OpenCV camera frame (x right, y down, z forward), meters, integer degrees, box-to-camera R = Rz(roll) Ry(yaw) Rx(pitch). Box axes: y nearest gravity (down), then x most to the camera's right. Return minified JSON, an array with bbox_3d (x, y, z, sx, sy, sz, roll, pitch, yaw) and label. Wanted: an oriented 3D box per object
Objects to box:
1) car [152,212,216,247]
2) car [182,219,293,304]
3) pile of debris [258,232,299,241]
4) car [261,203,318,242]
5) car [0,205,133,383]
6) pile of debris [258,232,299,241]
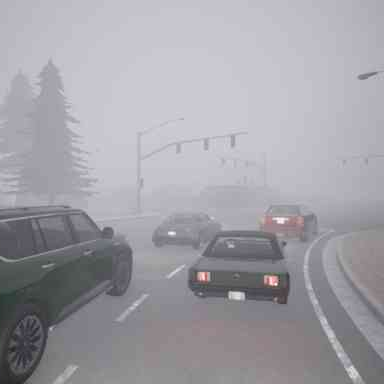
[{"bbox_3d":[-0.069,1.542,14.540,1.994,1.385,4.181,0,0,20],"label":"car"},{"bbox_3d":[1.355,1.586,8.175,1.895,1.301,4.718,0,0,14],"label":"car"},{"bbox_3d":[4.249,2.140,16.198,1.500,0.140,1.860,0,0,29],"label":"pile of debris"},{"bbox_3d":[4.869,1.314,16.436,2.097,1.767,4.553,0,0,28],"label":"car"},{"bbox_3d":[-2.773,1.221,5.592,2.150,2.045,5.566,0,0,8],"label":"car"},{"bbox_3d":[4.249,2.140,16.198,1.500,0.140,1.860,0,0,29],"label":"pile of debris"}]
